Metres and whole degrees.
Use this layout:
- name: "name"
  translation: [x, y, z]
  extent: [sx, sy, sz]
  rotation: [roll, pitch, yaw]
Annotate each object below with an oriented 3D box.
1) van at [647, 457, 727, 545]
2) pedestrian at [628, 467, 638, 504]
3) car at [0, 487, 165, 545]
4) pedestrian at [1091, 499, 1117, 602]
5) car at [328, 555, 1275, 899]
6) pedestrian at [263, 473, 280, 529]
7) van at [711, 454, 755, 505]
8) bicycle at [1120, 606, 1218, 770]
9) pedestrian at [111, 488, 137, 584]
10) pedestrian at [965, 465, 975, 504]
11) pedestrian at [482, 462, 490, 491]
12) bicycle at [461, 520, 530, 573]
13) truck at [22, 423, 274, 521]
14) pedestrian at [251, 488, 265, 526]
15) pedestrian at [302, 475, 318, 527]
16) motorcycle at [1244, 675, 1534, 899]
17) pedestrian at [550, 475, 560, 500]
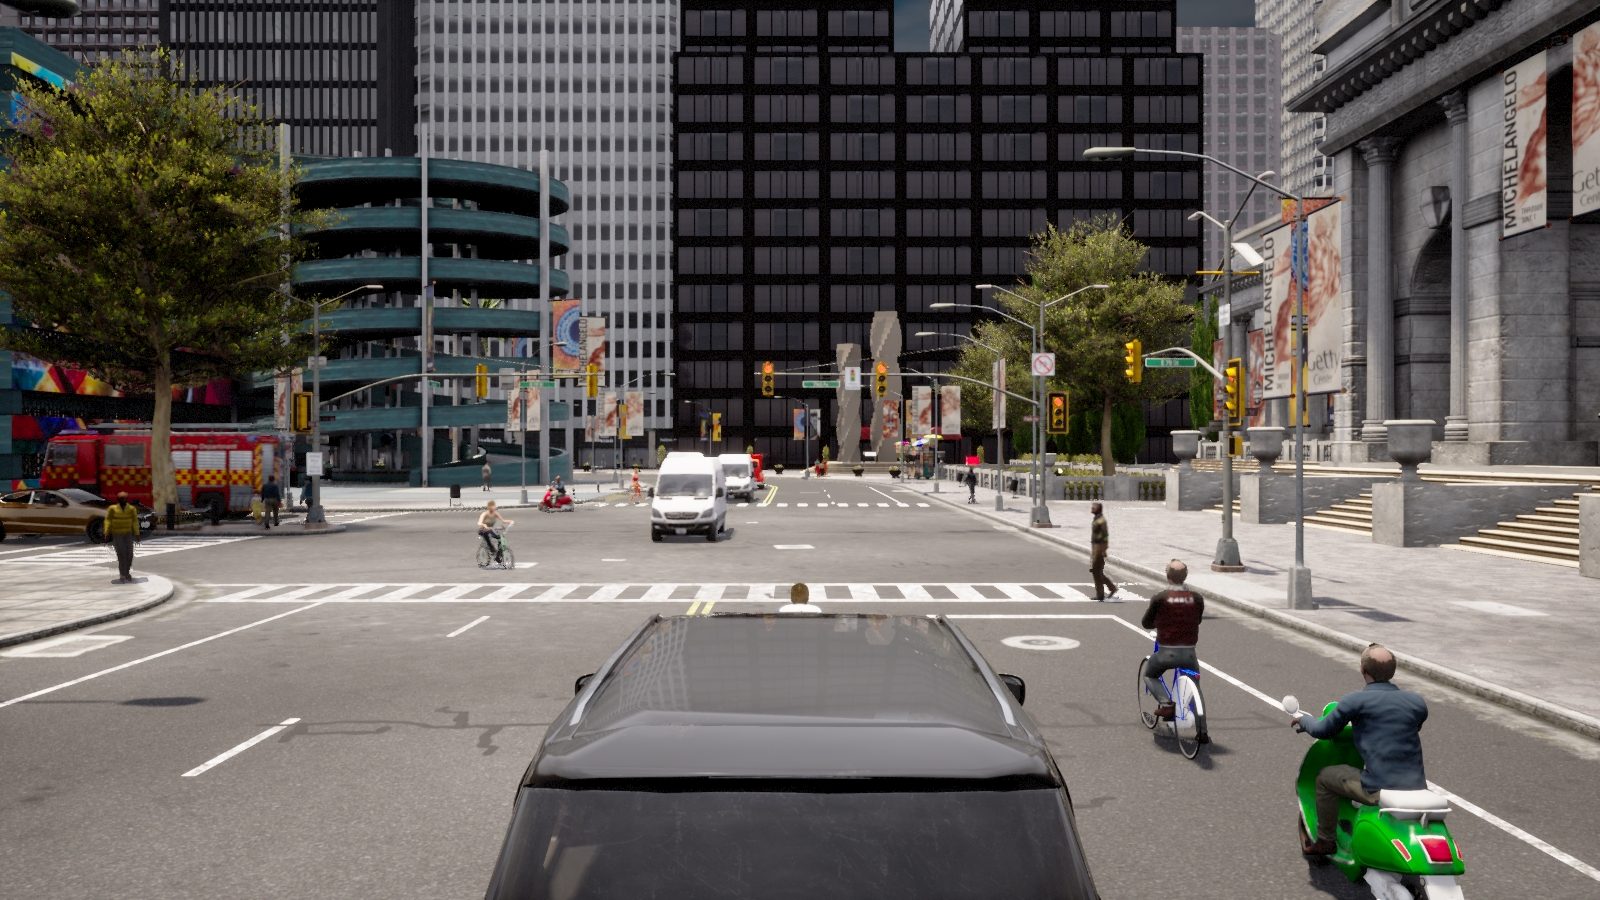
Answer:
- name: "van"
  translation: [-3.516, 1.520, 36.597]
  extent: [1.988, 2.561, 5.915]
  rotation: [0, 0, 0]
- name: "pedestrian"
  translation: [-8.555, 1.826, 58.553]
  extent: [0.375, 1.860, 0.375]
  rotation: [0, 0, 16]
- name: "car"
  translation: [-22.446, 1.978, 34.796]
  extent: [5.027, 1.651, 2.152]
  rotation: [0, 0, -1]
- name: "pedestrian"
  translation: [5.585, 1.841, 21.016]
  extent: [0.375, 1.860, 0.375]
  rotation: [0, 0, 0]
- name: "car"
  translation: [0.021, 1.777, 5.375]
  extent: [2.150, 2.045, 5.566]
  rotation: [0, 0, 0]
- name: "pedestrian"
  translation: [-17.609, 1.689, 38.070]
  extent: [0.375, 1.860, 0.375]
  rotation: [0, 0, -3]
- name: "van"
  translation: [-3.530, 1.510, 61.139]
  extent: [1.988, 2.561, 5.915]
  rotation: [0, 0, 0]
- name: "bicycle"
  translation: [3.482, 2.205, 10.903]
  extent: [0.329, 1.171, 1.835]
  rotation: [0, 0, 0]
- name: "pedestrian"
  translation: [-13.379, 1.689, 22.603]
  extent: [0.375, 1.860, 0.375]
  rotation: [0, 0, -43]
- name: "pedestrian"
  translation: [8.198, 1.674, 55.082]
  extent: [0.375, 1.860, 0.375]
  rotation: [0, 0, -12]
- name: "pedestrian"
  translation: [-19.895, 1.668, 72.466]
  extent: [0.375, 1.860, 0.375]
  rotation: [0, 0, 6]
- name: "bicycle"
  translation: [-7.133, 2.245, 26.772]
  extent: [1.487, 1.080, 0.859]
  rotation: [0, 2, 41]
- name: "truck"
  translation: [-26.200, 0.872, 46.243]
  extent: [8.468, 3.827, 2.891]
  rotation: [0, 0, -3]
- name: "pedestrian"
  translation: [-18.821, 1.968, 39.695]
  extent: [0.375, 1.300, 0.375]
  rotation: [0, 0, -12]
- name: "pedestrian"
  translation: [-17.579, 1.832, 40.988]
  extent: [0.375, 1.860, 0.375]
  rotation: [0, 0, 5]
- name: "motorcycle"
  translation: [3.509, 2.179, 7.029]
  extent: [0.856, 1.236, 1.805]
  rotation: [0, 0, 0]
- name: "pedestrian"
  translation: [-12.753, 1.953, 59.396]
  extent: [0.375, 1.300, 0.375]
  rotation: [0, 0, -45]
